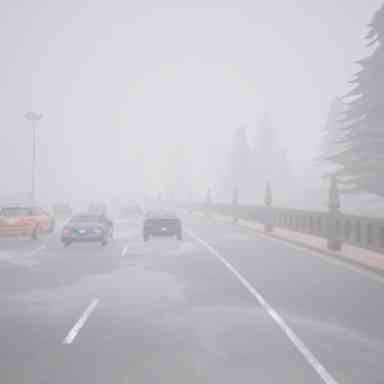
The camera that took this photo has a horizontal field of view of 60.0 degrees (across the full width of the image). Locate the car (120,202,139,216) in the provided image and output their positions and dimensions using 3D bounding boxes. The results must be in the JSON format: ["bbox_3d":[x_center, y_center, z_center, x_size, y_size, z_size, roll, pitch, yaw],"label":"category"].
[{"bbox_3d":[-6.621,1.795,36.197,1.812,1.442,4.674,0,-1,-19],"label":"car"}]

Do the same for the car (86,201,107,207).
[{"bbox_3d":[-10.586,1.756,36.841,1.882,1.535,5.008,0,-1,-21],"label":"car"}]

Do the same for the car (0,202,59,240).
[{"bbox_3d":[-8.808,1.491,17.694,2.097,1.767,4.553,0,0,-10],"label":"car"}]

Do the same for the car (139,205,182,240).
[{"bbox_3d":[-1.745,1.610,18.012,1.882,1.535,5.008,0,0,-10],"label":"car"}]

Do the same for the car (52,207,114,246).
[{"bbox_3d":[-4.865,1.669,15.954,2.033,1.411,5.357,0,0,-9],"label":"car"}]

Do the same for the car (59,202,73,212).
[{"bbox_3d":[-13.816,1.763,35.518,2.128,1.511,4.902,0,-1,-21],"label":"car"}]
